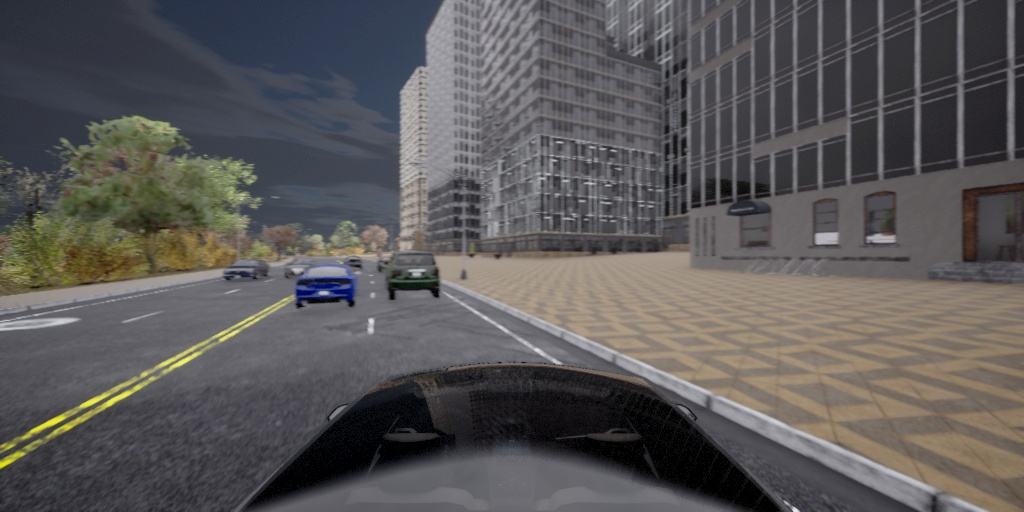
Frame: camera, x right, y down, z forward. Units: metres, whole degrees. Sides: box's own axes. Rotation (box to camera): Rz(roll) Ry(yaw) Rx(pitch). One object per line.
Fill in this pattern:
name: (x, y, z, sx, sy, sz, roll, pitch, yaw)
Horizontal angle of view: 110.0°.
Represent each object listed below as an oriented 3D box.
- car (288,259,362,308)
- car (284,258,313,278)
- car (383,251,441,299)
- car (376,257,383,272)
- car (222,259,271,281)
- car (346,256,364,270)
car: (-7.180, 1.057, 14.293, 1.882, 1.535, 5.008, 0, 1, -21)
car: (-16.376, 0.882, 28.076, 2.128, 1.511, 4.902, 0, 1, -22)
car: (-4.779, 0.783, 16.958, 2.150, 2.045, 5.566, 0, 1, -21)
car: (-12.641, 0.813, 36.433, 2.128, 1.511, 4.902, 0, 1, -23)
car: (-19.049, 0.949, 26.045, 2.033, 1.411, 5.357, 0, 1, -22)
car: (-17.537, 0.773, 39.677, 1.837, 1.490, 4.892, 0, 1, -23)
